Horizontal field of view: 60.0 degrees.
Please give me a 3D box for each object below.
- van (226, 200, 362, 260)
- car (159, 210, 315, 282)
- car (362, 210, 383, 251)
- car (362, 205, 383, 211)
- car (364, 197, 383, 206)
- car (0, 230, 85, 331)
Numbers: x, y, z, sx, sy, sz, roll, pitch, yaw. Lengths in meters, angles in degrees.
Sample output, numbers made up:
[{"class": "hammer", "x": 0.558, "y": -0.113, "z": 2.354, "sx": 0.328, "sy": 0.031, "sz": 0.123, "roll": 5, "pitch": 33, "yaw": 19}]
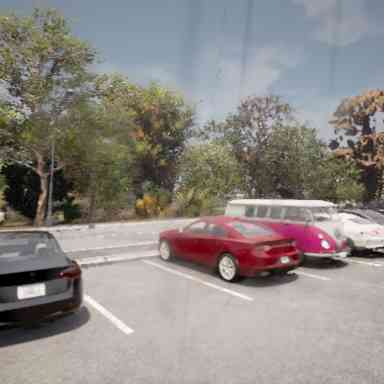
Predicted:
[{"class": "van", "x": 3.135, "y": 1.261, "z": 11.542, "sx": 1.878, "sy": 1.987, "sz": 4.442, "roll": 0, "pitch": 0, "yaw": -36}, {"class": "car", "x": 0.810, "y": 1.485, "z": 10.019, "sx": 2.097, "sy": 1.535, "sz": 5.008, "roll": 0, "pitch": 0, "yaw": -36}, {"class": "car", "x": 5.328, "y": 1.529, "z": 13.247, "sx": 2.002, "sy": 1.452, "sz": 4.674, "roll": 0, "pitch": 0, "yaw": -36}, {"class": "car", "x": 7.603, "y": 1.521, "z": 14.837, "sx": 2.163, "sy": 1.488, "sz": 4.792, "roll": 0, "pitch": 0, "yaw": -36}, {"class": "car", "x": 9.830, "y": 1.243, "z": 16.498, "sx": 2.435, "sy": 2.045, "sz": 5.566, "roll": 0, "pitch": 0, "yaw": -36}, {"class": "car", "x": -3.728, "y": 1.510, "z": 6.823, "sx": 2.163, "sy": 1.488, "sz": 4.792, "roll": 0, "pitch": 0, "yaw": -36}]
